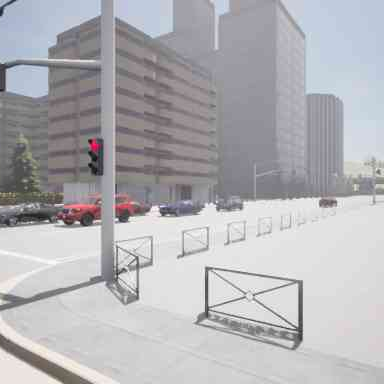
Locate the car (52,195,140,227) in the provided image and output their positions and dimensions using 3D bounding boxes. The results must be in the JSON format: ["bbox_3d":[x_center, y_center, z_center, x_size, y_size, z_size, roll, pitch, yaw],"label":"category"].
[{"bbox_3d":[-6.618,1.221,23.569,2.150,2.045,5.566,0,0,35],"label":"car"}]

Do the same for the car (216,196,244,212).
[{"bbox_3d":[4.609,1.526,39.837,1.812,1.442,4.674,0,0,35],"label":"car"}]

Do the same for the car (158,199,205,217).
[{"bbox_3d":[-1.075,1.601,31.614,1.895,1.301,4.718,0,0,35],"label":"car"}]

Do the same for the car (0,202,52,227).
[{"bbox_3d":[-11.281,1.492,22.970,2.128,1.511,4.902,0,0,35],"label":"car"}]

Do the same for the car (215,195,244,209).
[{"bbox_3d":[5.314,1.352,46.984,2.097,1.767,4.553,0,0,35],"label":"car"}]

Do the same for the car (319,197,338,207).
[{"bbox_3d":[20.802,1.478,50.701,1.882,1.535,5.008,0,0,35],"label":"car"}]

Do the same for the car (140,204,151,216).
[{"bbox_3d":[-6.022,1.601,30.602,1.895,1.301,4.718,0,0,35],"label":"car"}]
